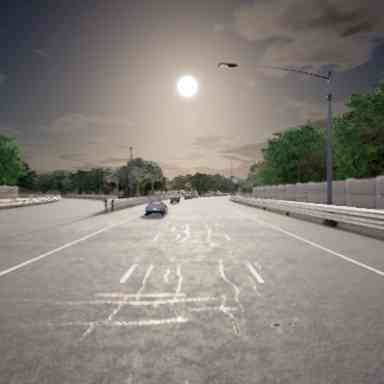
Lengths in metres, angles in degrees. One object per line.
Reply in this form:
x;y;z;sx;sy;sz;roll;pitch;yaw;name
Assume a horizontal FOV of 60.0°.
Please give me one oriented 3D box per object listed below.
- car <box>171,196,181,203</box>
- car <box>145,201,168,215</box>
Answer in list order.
-3.343;1.532;68.284;1.837;1.490;4.892;0;0;1;car
-3.507;1.570;33.449;1.994;1.385;4.181;0;0;0;car
